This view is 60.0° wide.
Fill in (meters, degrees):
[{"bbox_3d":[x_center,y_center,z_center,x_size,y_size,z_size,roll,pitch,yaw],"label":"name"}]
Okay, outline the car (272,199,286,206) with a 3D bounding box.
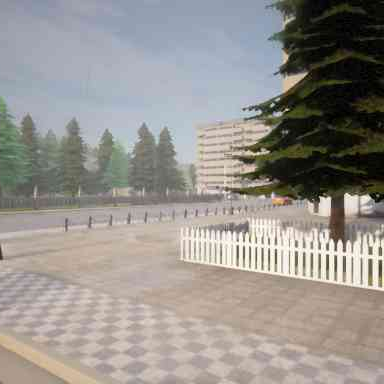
[{"bbox_3d":[15.431,1.351,56.690,2.097,1.767,4.553,0,0,36],"label":"car"}]
